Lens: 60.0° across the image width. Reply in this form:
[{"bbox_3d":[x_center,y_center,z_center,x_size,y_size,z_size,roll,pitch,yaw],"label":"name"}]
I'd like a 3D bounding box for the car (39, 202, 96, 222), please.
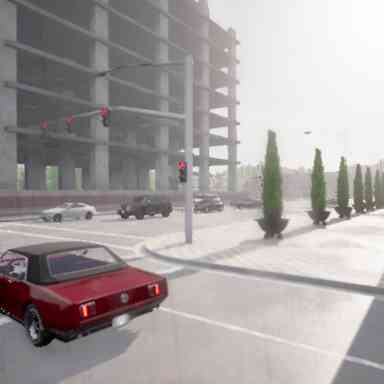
[{"bbox_3d":[-10.035,1.592,27.152,1.812,1.442,4.674,0,0,36],"label":"car"}]

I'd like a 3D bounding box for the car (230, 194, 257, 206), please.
[{"bbox_3d":[7.627,1.558,51.497,2.128,1.511,4.902,0,0,36],"label":"car"}]

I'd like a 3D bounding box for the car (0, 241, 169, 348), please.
[{"bbox_3d":[-2.734,1.617,6.376,4.718,1.301,1.895,0,0,41],"label":"car"}]

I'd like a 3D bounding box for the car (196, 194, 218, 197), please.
[{"bbox_3d":[1.559,1.287,43.167,2.150,2.045,5.566,0,0,36],"label":"car"}]

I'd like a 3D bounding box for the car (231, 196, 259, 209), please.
[{"bbox_3d":[7.983,1.604,46.059,2.033,1.411,5.357,0,0,36],"label":"car"}]

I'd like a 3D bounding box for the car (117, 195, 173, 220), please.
[{"bbox_3d":[-4.040,1.278,29.470,2.150,2.045,5.566,0,0,36],"label":"car"}]

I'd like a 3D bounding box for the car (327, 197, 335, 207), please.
[{"bbox_3d":[22.213,1.542,53.474,1.837,1.490,4.892,0,0,36],"label":"car"}]

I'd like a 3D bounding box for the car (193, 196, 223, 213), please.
[{"bbox_3d":[1.753,1.561,37.468,1.837,1.490,4.892,0,0,36],"label":"car"}]
